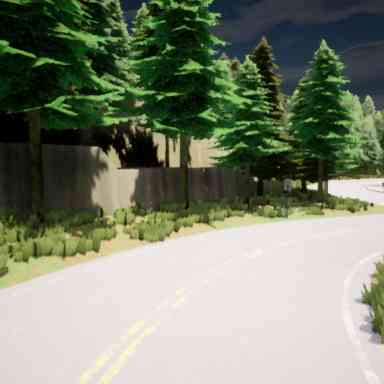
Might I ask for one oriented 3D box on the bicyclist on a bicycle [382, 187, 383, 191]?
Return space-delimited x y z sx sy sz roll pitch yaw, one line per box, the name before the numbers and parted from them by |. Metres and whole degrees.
bicyclist on a bicycle | 25.195 -0.849 42.438 1.656 1.620 0.582 0 5 6
